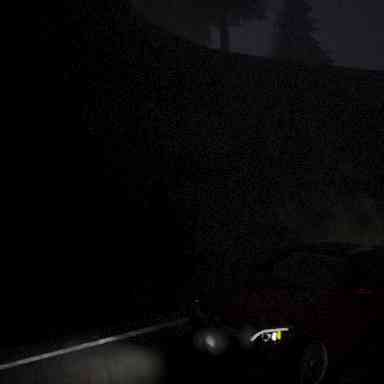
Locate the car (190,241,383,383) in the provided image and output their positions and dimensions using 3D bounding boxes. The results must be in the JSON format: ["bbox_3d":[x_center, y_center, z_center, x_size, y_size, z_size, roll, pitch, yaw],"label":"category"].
[{"bbox_3d":[2.172,1.586,5.366,4.674,1.442,1.812,1,-1,-34],"label":"car"}]
